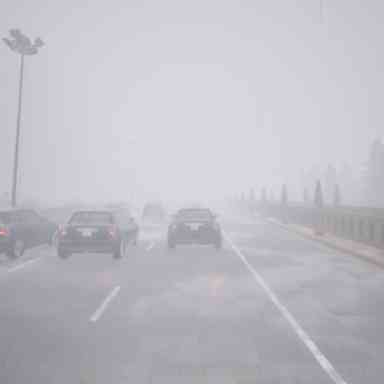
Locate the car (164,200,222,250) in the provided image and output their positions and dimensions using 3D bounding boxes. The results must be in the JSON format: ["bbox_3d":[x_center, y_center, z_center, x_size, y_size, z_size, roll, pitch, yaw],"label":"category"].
[{"bbox_3d":[0.103,1.389,14.740,2.097,1.767,4.553,0,0,0],"label":"car"}]

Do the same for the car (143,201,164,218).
[{"bbox_3d":[-3.396,1.585,30.853,1.837,1.490,4.892,0,0,0],"label":"car"}]

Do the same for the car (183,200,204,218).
[{"bbox_3d":[0.104,1.562,32.614,1.882,1.535,5.008,0,0,0],"label":"car"}]

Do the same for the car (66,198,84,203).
[{"bbox_3d":[-17.559,1.696,50.126,2.097,1.767,4.553,0,-2,0],"label":"car"}]

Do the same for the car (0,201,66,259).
[{"bbox_3d":[-6.898,1.384,12.897,2.097,1.767,4.553,0,0,0],"label":"car"}]

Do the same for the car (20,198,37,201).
[{"bbox_3d":[-21.080,1.606,42.522,1.882,1.535,5.008,0,-1,0],"label":"car"}]

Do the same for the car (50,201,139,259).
[{"bbox_3d":[-3.398,1.384,12.905,2.097,1.767,4.553,0,0,0],"label":"car"}]
